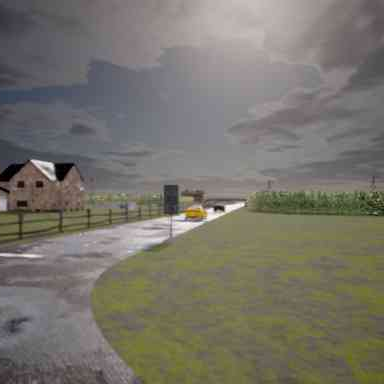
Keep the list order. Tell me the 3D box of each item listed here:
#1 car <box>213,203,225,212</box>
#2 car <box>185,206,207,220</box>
[{"bbox_3d":[5.033,2.888,61.082,1.837,1.490,4.892,0,-3,11],"label":"car"},{"bbox_3d":[0.522,2.280,37.327,1.882,1.535,5.008,0,-1,11],"label":"car"}]
